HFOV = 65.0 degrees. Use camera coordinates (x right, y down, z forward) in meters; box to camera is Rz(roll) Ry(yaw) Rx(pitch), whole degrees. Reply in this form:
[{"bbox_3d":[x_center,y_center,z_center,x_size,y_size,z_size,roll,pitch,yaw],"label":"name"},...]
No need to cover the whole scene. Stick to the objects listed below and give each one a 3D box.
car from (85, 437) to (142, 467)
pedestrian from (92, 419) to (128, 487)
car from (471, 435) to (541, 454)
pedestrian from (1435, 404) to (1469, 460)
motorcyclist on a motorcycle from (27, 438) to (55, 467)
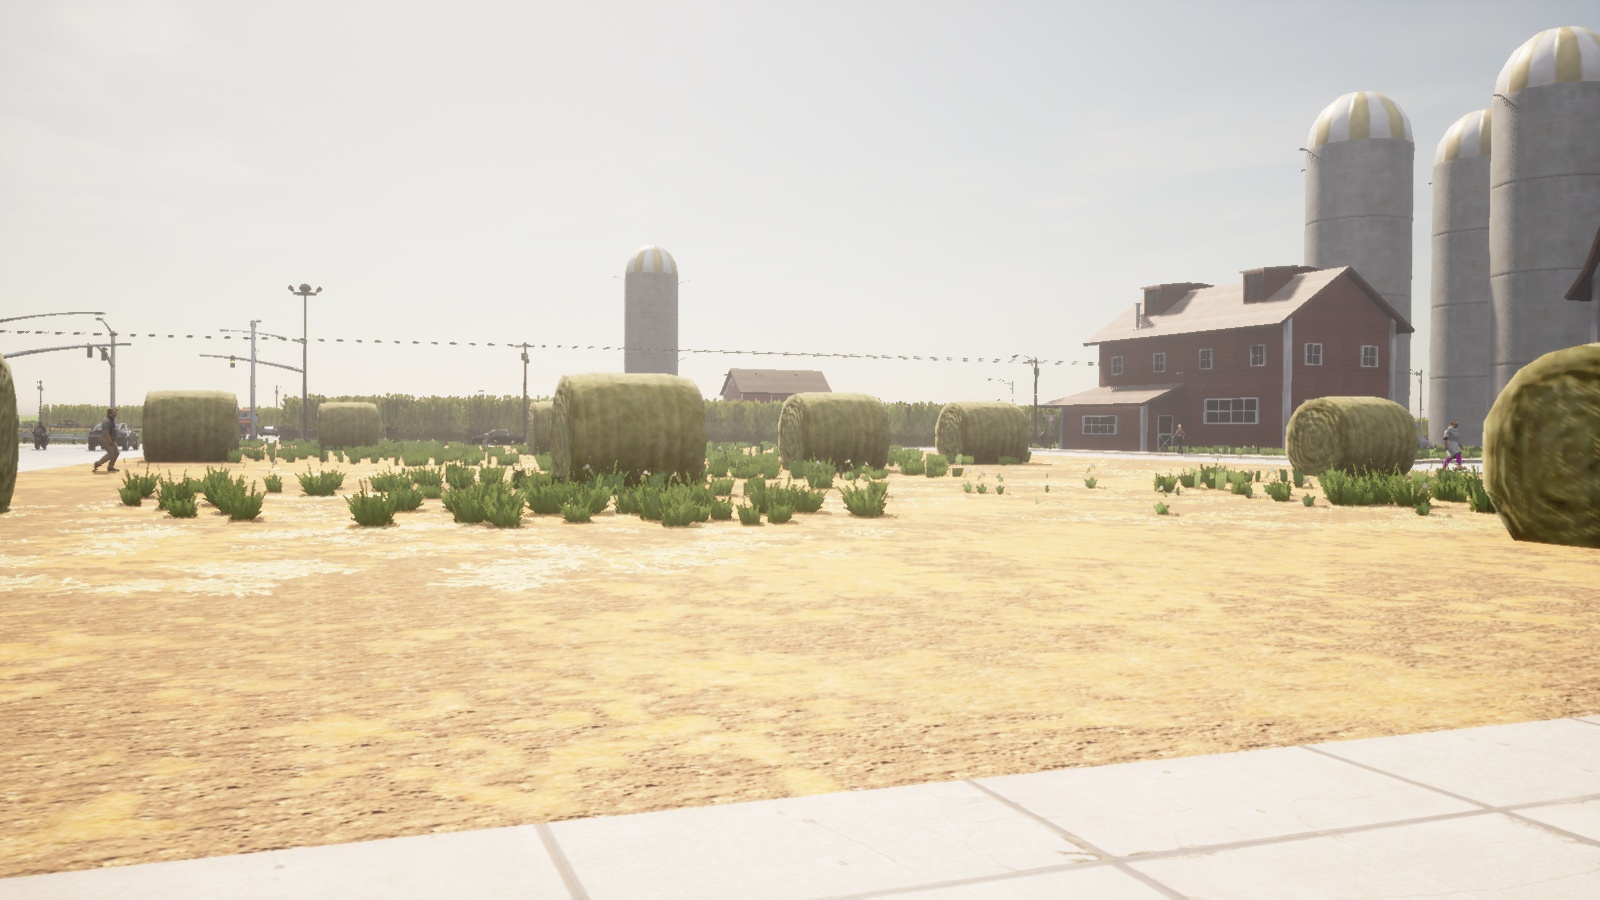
[{"bbox_3d":[-37.367,0.079,68.439,1.837,1.490,4.892,-1,1,-18],"label":"car"},{"bbox_3d":[-18.810,0.076,34.250,0.694,1.848,0.540,-1,1,-8],"label":"pedestrian"},{"bbox_3d":[-21.465,-0.389,91.565,4.718,1.301,1.895,-1,1,-21],"label":"car"},{"bbox_3d":[23.281,-0.645,44.837,0.659,1.952,0.873,-1,1,-37],"label":"pedestrian"},{"bbox_3d":[-40.674,0.119,67.293,0.797,1.523,2.044,-1,1,-18],"label":"motorcyclist on a motorcycle"}]
